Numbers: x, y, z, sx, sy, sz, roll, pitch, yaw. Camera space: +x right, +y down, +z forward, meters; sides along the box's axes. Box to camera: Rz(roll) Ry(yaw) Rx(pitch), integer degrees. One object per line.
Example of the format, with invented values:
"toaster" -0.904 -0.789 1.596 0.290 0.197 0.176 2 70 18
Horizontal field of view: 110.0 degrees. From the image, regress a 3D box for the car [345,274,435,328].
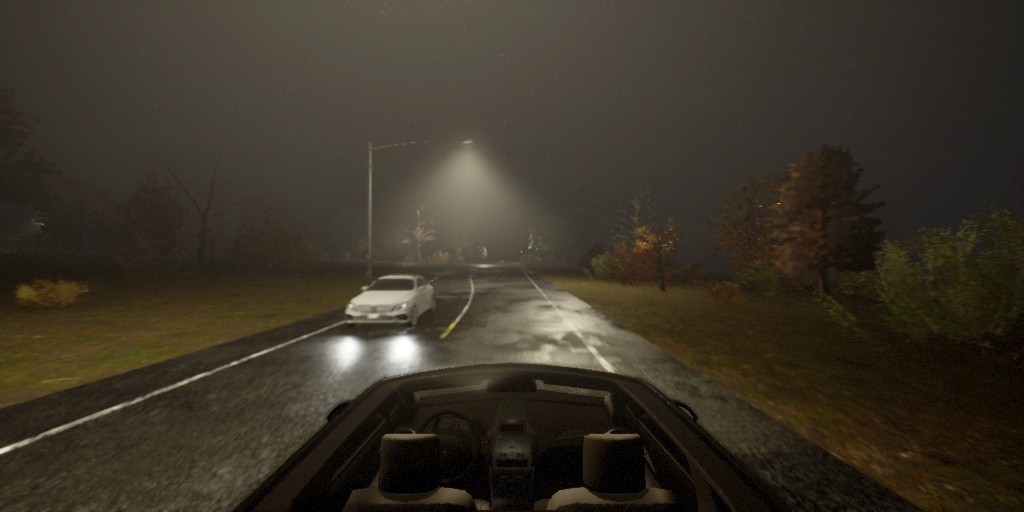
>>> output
"car" -3.727 1.342 11.812 1.812 1.442 4.674 0 0 -1
